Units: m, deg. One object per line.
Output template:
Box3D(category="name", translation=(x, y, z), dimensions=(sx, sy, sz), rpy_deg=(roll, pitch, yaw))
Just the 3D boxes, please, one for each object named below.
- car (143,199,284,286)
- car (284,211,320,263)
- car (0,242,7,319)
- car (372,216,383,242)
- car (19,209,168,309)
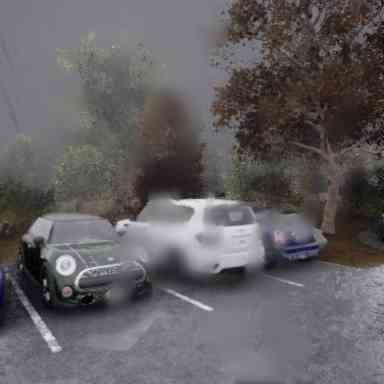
Box3D(category="car", translation=(-0.397, 1.219, 9.811), dimensions=(2.435, 2.045, 5.566), rpy_deg=(0, 0, -36))
Box3D(category="car", translation=(1.905, 1.339, 11.379), dimensions=(2.185, 1.767, 4.553), rpy_deg=(0, 0, -35))
Box3D(category="car", translation=(-5.036, 1.355, 6.506), dimensions=(2.185, 1.767, 4.553), rpy_deg=(0, 0, -35))
Box3D(category="car", translation=(9.017, 1.495, 13.313), dimensions=(2.033, 1.411, 5.357), rpy_deg=(-1, 1, 9))
Box3D(category="car", translation=(-2.768, 1.350, 8.123), dimensions=(2.185, 1.767, 4.553), rpy_deg=(0, 0, -35))
